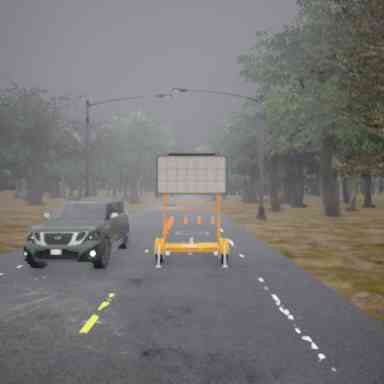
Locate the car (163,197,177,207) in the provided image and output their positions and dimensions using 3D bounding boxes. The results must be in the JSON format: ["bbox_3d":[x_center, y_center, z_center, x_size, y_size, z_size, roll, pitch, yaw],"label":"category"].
[{"bbox_3d":[-3.538,1.590,53.410,1.837,1.490,4.892,0,0,0],"label":"car"}]

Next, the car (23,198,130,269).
[{"bbox_3d":[-3.590,1.235,11.554,2.150,2.045,5.566,0,0,0],"label":"car"}]

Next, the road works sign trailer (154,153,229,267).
[{"bbox_3d":[-0.006,0.478,11.376,2.380,3.560,2.880,0,0,0],"label":"road works sign trailer"}]
